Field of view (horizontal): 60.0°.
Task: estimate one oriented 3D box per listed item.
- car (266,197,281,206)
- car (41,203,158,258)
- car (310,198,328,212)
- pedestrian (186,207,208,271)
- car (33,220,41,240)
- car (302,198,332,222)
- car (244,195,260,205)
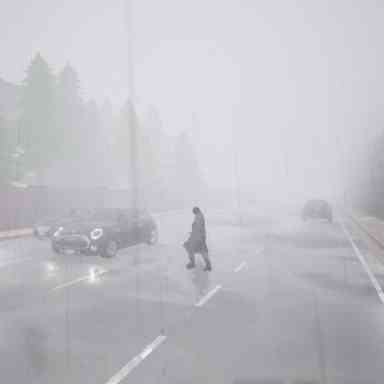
[{"bbox_3d":[13.271,1.561,54.039,1.812,1.442,4.674,0,0,22],"label":"car"},{"bbox_3d":[-3.147,1.352,12.873,2.097,1.767,4.553,0,0,22],"label":"car"},{"bbox_3d":[15.313,1.478,39.917,1.882,1.535,5.008,0,0,22],"label":"car"},{"bbox_3d":[0.153,1.294,9.498,0.375,1.860,0.375,0,0,22],"label":"pedestrian"},{"bbox_3d":[-5.502,1.491,16.436,2.128,1.511,4.902,0,0,22],"label":"car"},{"bbox_3d":[10.155,1.352,26.896,2.097,1.767,4.553,0,0,22],"label":"car"},{"bbox_3d":[10.018,1.284,55.328,1.882,1.535,5.008,0,0,22],"label":"car"}]
